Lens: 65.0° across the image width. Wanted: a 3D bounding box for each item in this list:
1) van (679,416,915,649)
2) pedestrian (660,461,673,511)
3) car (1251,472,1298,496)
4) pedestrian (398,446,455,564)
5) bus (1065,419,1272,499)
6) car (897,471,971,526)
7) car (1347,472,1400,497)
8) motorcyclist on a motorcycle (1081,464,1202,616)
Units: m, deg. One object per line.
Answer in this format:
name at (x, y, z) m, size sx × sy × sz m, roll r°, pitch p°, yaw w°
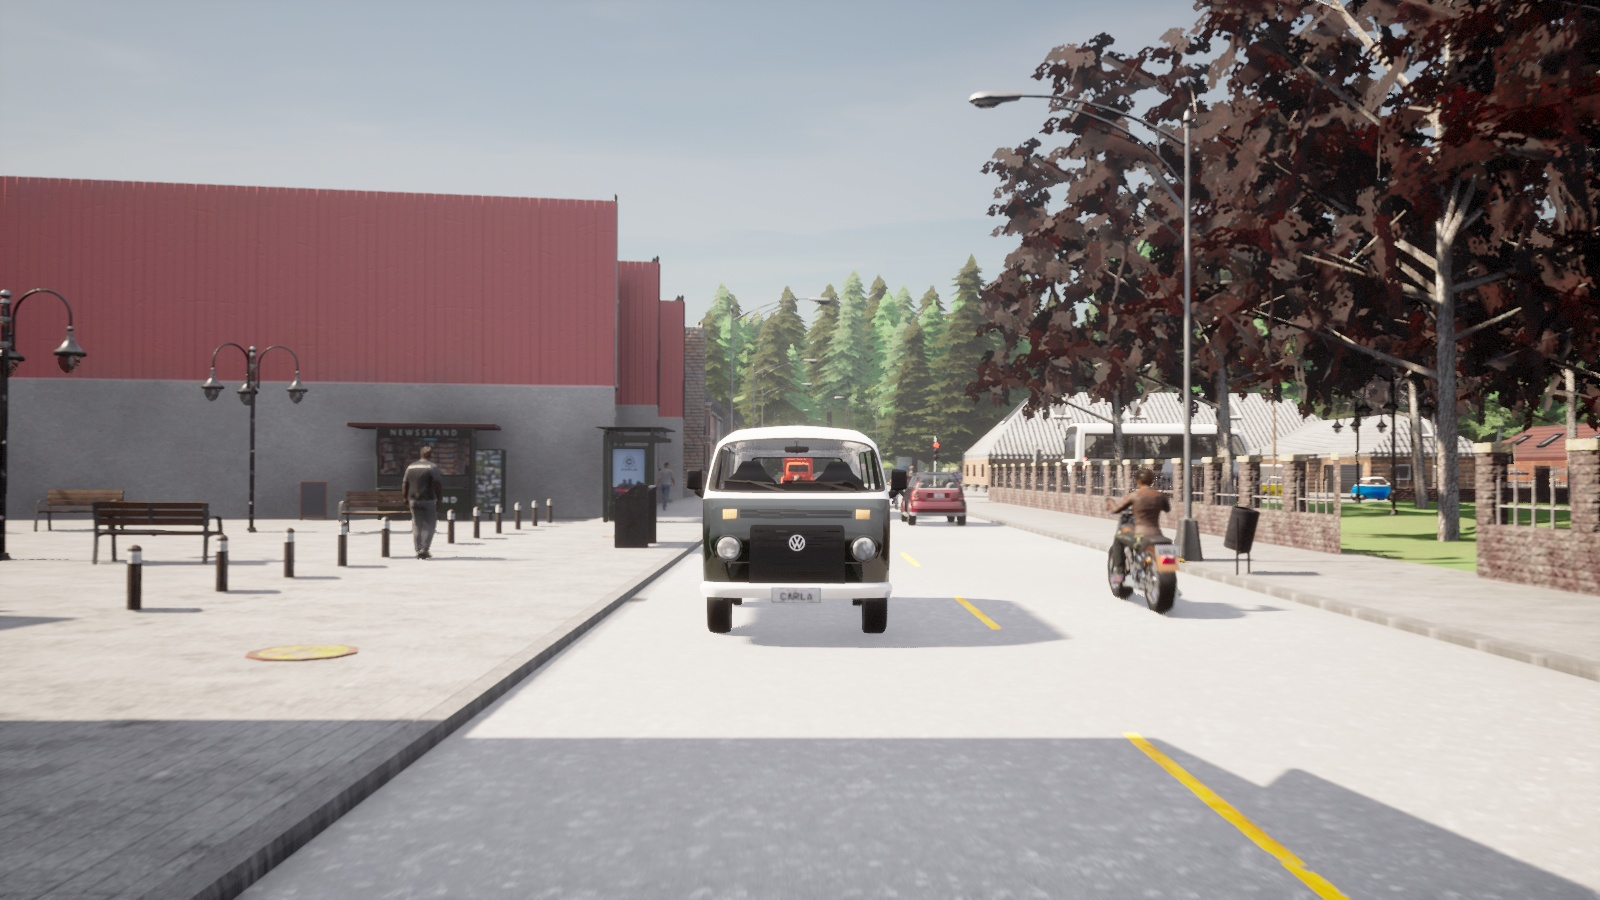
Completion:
van at (-0.030, 0.761, 13.299) m, size 2.069 × 2.038 × 4.480 m, roll 0°, pitch -1°, yaw 0°
pedestrian at (-4.932, 1.320, 46.360) m, size 0.354 × 1.836 × 0.706 m, roll 0°, pitch -1°, yaw 5°
car at (27.854, 1.993, 73.807) m, size 2.207 × 1.376 × 1.481 m, roll 0°, pitch -1°, yaw 1°
pedestrian at (-6.102, 0.892, 20.535) m, size 0.563 × 1.883 × 0.849 m, roll 0°, pitch -1°, yaw 10°
bus at (20.345, 0.525, 69.783) m, size 10.273 × 4.253 × 3.944 m, roll 0°, pitch -1°, yaw -2°
car at (3.944, 1.405, 37.487) m, size 1.789 × 1.549 × 3.705 m, roll 0°, pitch -1°, yaw 0°
car at (31.871, 1.911, 69.814) m, size 2.207 × 1.376 × 1.481 m, roll -1°, pitch -1°, yaw -1°
motorcyclist on a motorcycle at (3.969, 0.997, 14.797) m, size 0.766 × 1.649 × 2.350 m, roll 0°, pitch -1°, yaw 0°
